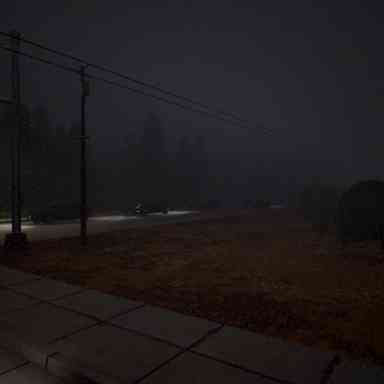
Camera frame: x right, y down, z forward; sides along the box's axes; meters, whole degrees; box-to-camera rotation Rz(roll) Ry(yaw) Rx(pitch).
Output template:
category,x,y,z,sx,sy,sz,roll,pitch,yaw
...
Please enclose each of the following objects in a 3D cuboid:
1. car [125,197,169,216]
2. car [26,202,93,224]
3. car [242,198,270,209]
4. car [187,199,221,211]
category,x,y,z,sx,sy,sz,roll,pitch,yaw
car,-4.327,1.312,32.097,2.097,1.767,4.553,0,0,37
car,-9.733,1.513,24.808,1.837,1.490,4.892,0,0,37
car,8.395,1.466,43.049,1.895,1.301,4.718,0,0,37
car,1.523,1.510,39.971,1.895,1.301,4.718,0,0,37
